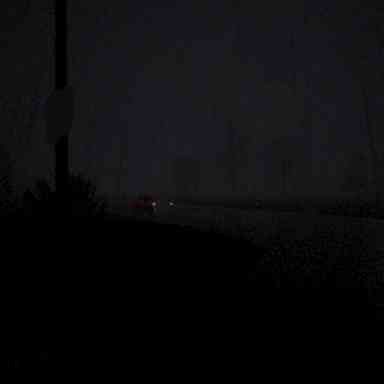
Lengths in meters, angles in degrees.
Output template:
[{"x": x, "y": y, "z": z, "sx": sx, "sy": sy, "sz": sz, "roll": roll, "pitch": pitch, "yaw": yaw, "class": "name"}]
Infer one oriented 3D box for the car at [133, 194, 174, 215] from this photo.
[{"x": -3.530, "y": 1.017, "z": 29.834, "sx": 2.097, "sy": 1.767, "sz": 4.553, "roll": -1, "pitch": 1, "yaw": -35, "class": "car"}]
